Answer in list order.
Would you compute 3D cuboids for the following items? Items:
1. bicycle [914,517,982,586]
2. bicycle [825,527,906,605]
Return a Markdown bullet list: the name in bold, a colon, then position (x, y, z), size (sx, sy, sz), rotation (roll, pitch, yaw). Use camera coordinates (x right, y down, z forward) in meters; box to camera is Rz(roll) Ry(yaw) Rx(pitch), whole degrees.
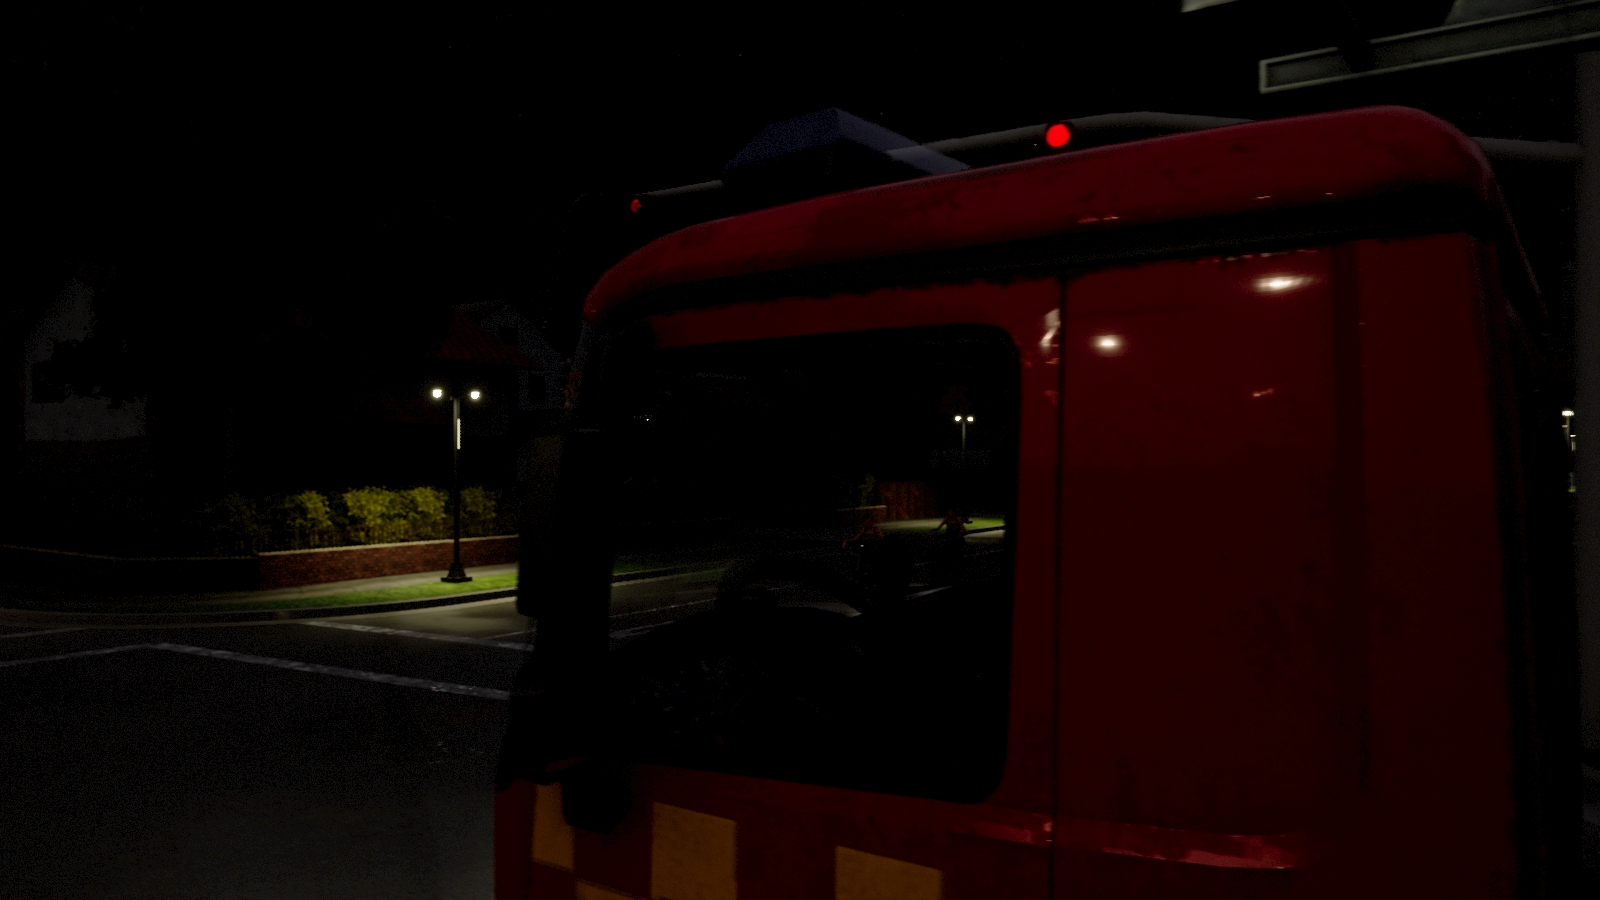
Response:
- **bicycle**: position (3.179, 2.142, 24.384), size (0.859, 1.301, 1.487), rotation (0, 0, 34)
- **bicycle**: position (1.245, 2.142, 21.410), size (0.859, 1.301, 1.487), rotation (0, 0, 35)
